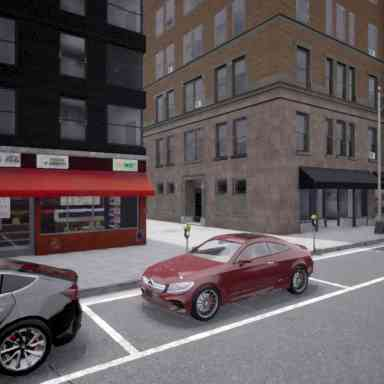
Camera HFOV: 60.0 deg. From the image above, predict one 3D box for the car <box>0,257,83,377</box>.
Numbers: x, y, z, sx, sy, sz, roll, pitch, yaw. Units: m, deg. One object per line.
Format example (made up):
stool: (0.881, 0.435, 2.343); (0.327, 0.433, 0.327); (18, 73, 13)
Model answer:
car: (-3.550, 1.566, 4.003); (4.313, 1.339, 1.947); (0, 0, -35)

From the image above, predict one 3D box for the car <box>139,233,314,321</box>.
car: (0.931, 1.582, 7.195); (4.206, 1.307, 1.802); (0, 0, -35)
